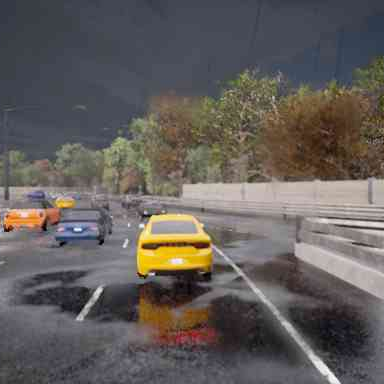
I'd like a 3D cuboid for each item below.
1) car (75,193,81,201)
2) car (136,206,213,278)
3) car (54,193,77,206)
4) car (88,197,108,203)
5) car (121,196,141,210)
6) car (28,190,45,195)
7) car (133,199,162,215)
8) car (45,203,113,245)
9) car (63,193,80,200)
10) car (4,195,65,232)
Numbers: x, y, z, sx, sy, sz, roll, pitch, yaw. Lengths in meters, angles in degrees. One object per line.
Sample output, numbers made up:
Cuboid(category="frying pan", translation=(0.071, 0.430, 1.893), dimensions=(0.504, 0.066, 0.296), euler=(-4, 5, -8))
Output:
Cuboid(category="car", translation=(-24.838, 1.104, 69.744), dimensions=(1.994, 1.385, 4.181), euler=(0, 0, -38))
Cuboid(category="car", translation=(-0.592, 1.410, 10.056), dimensions=(1.882, 1.535, 5.008), euler=(0, 1, -6))
Cuboid(category="car", translation=(-14.620, 1.232, 38.251), dimensions=(1.882, 1.535, 5.008), euler=(0, 0, -21))
Cuboid(category="car", translation=(-10.274, 1.253, 36.644), dimensions=(2.128, 1.511, 4.902), euler=(0, 0, -19))
Cuboid(category="car", translation=(-6.861, 1.250, 38.172), dimensions=(1.837, 1.490, 4.892), euler=(-1, 1, -24))
Cuboid(category="car", translation=(-31.020, 0.661, 66.258), dimensions=(2.150, 2.045, 5.566), euler=(0, 1, -41))
Cuboid(category="car", translation=(-3.157, 1.434, 25.231), dimensions=(1.895, 1.301, 4.718), euler=(0, 0, -14))
Cuboid(category="car", translation=(-4.704, 1.449, 15.052), dimensions=(2.033, 1.411, 5.357), euler=(0, 0, -9))
Cuboid(category="car", translation=(-25.587, 0.900, 70.675), dimensions=(1.837, 1.490, 4.892), euler=(0, 1, -41))
Cuboid(category="car", translation=(-9.064, 1.228, 19.313), dimensions=(2.097, 1.767, 4.553), euler=(0, 0, -11))
